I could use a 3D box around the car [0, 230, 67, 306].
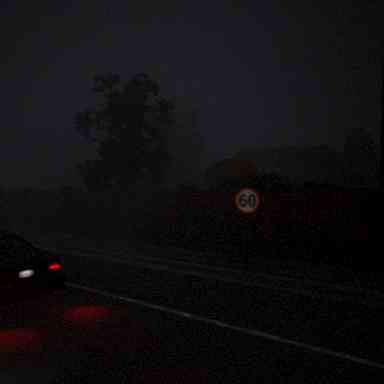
[{"bbox_3d":[-5.124,1.577,7.644,5.357,1.411,2.033,0,0,35],"label":"car"}]
